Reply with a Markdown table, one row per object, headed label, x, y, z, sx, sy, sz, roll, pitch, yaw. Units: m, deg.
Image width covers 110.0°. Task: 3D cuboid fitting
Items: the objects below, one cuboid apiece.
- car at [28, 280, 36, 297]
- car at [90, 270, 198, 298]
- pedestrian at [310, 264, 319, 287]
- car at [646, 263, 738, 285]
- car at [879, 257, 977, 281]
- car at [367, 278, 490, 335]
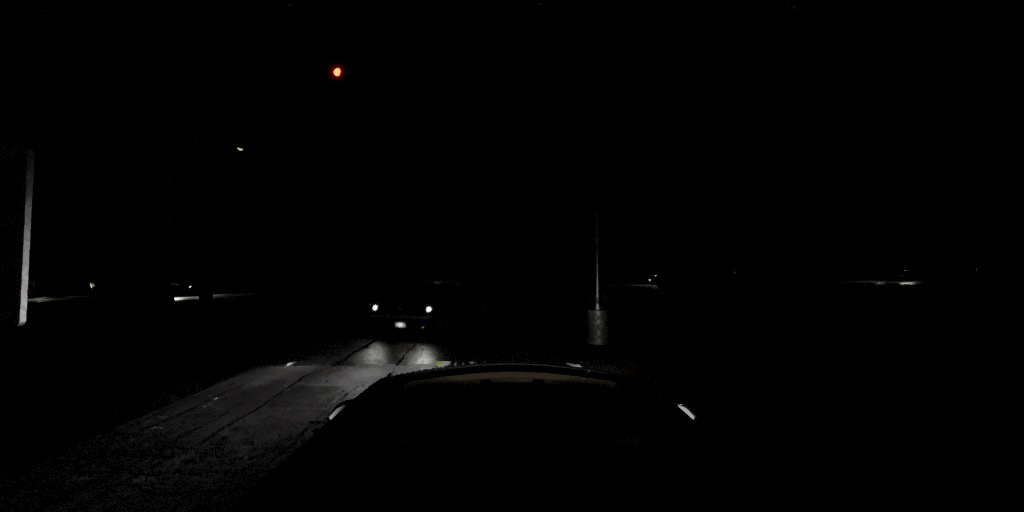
| label | x | y | z | sx | sy | sz | roll | pitch | yaw |
| --- | --- | --- | --- | --- | --- | --- | --- | --- | --- |
| car | -29.645 | 1.581 | 19.851 | 5.008 | 1.535 | 1.882 | -1 | -2 | 0 |
| car | -20.220 | 1.494 | 19.823 | 4.892 | 1.490 | 1.837 | -1 | -2 | 0 |
| pedestrian | -15.055 | 1.466 | 27.413 | 0.375 | 1.860 | 0.375 | 0 | -1 | 0 |
| car | 11.658 | 1.146 | 23.437 | 5.357 | 1.411 | 2.033 | -1 | -2 | 0 |
| car | 27.026 | 0.829 | 23.399 | 5.008 | 1.535 | 1.882 | -1 | -2 | 0 |
| car | -2.201 | 1.356 | 10.786 | 1.895 | 1.301 | 4.718 | 0 | 0 | 13 |
